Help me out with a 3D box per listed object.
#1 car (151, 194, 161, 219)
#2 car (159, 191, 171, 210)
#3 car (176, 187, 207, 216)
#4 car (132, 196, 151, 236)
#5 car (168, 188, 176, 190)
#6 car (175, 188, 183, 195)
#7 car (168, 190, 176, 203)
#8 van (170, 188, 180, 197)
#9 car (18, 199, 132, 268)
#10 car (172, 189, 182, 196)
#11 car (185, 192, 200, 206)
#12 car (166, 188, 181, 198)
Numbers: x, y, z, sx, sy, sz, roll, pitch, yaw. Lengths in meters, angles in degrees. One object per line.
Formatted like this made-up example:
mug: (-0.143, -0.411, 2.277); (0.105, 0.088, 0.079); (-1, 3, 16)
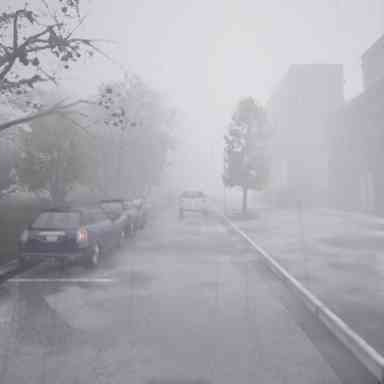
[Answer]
car: (-3.657, 1.164, 22.166); (2.231, 1.521, 4.892); (0, 1, 2)
car: (-3.652, 0.970, 33.498); (1.946, 1.575, 5.366); (0, 1, 2)
car: (0.068, 0.818, 27.391); (2.150, 2.045, 5.566); (0, 1, 0)
car: (-3.658, 1.128, 16.569); (2.185, 1.767, 4.553); (0, 1, 2)
car: (-3.664, 0.485, 61.159); (2.097, 1.535, 5.008); (0, 1, 2)
car: (-3.672, -0.224, 94.547); (2.185, 1.767, 4.553); (0, 1, 2)
car: (-3.660, 0.812, 44.484); (2.163, 1.488, 4.792); (0, 1, 2)
van: (-3.663, 0.058, 72.416); (1.878, 1.987, 4.442); (0, 1, 2)
car: (-3.657, 1.218, 10.998); (2.185, 1.767, 4.553); (0, 1, 2)
car: (-3.669, 0.091, 83.436); (2.097, 1.535, 5.008); (0, 1, 2)
car: (0.081, 0.851, 42.018); (1.837, 1.490, 4.892); (0, 1, 0)
car: (-3.665, 0.133, 66.758); (2.435, 2.045, 5.566); (0, 1, 2)
